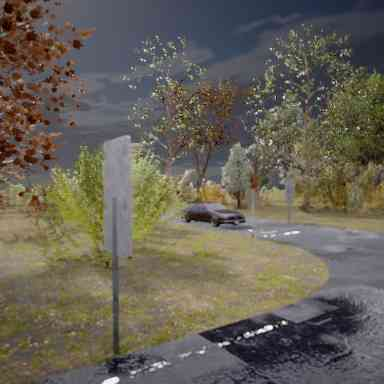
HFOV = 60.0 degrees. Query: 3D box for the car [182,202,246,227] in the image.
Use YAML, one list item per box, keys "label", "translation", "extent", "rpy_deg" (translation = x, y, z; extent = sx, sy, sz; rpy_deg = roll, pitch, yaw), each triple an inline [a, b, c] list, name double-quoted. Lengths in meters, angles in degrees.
- label: "car"
  translation: [1.105, 1.387, 21.819]
  extent: [2.033, 1.411, 5.357]
  rpy_deg: [-1, 1, -35]
